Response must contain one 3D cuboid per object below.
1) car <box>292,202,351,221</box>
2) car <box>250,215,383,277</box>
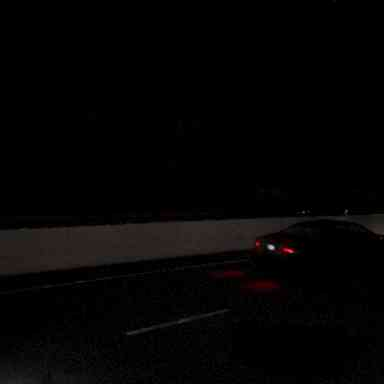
[{"bbox_3d":[11.358,1.637,29.164,4.892,1.490,1.837,0,0,-21],"label":"car"},{"bbox_3d":[4.368,1.596,10.361,5.357,1.411,2.033,0,0,-29],"label":"car"}]
